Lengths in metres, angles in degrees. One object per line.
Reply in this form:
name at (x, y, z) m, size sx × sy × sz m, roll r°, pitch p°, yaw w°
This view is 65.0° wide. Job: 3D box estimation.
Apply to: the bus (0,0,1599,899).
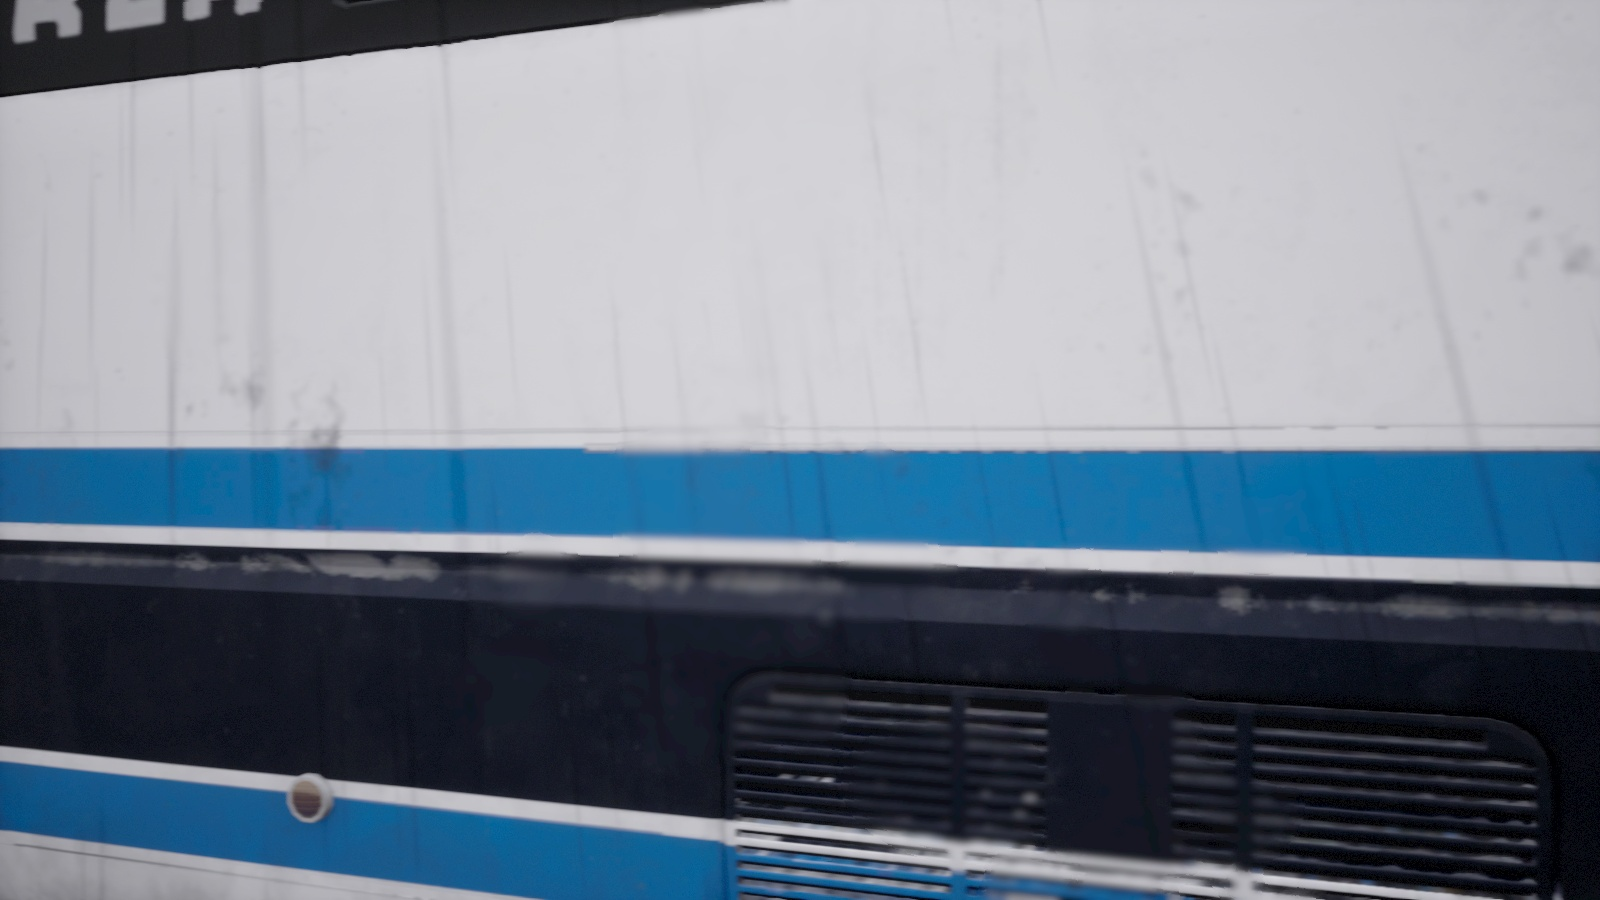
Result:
bus at (0.256, -0.603, 3.622) m, size 10.273 × 4.253 × 3.944 m, roll 0°, pitch 1°, yaw 19°
